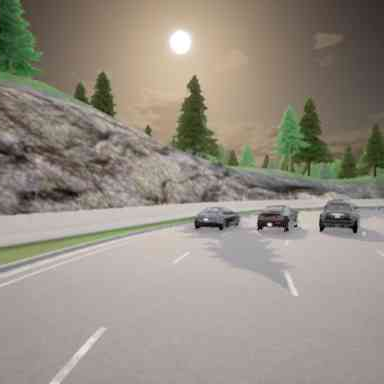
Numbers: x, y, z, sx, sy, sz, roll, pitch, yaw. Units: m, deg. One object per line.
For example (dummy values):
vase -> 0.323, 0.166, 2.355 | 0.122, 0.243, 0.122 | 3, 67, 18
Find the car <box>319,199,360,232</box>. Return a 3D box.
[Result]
car -> 9.454, 1.462, 21.119 | 2.097, 1.767, 4.553 | 0, 0, 29

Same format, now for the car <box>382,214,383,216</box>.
car -> 12.118, 1.647, 19.168 | 2.033, 1.411, 5.357 | 0, 0, 30

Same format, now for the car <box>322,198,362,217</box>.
car -> 15.227, 1.526, 33.618 | 4.553, 1.767, 2.097 | 0, 0, -44

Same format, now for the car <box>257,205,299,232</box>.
car -> 5.573, 1.615, 21.310 | 1.837, 1.490, 4.892 | -1, -1, 27

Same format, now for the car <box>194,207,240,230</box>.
car -> 1.761, 1.675, 22.055 | 1.994, 1.385, 4.181 | 0, -1, 26
